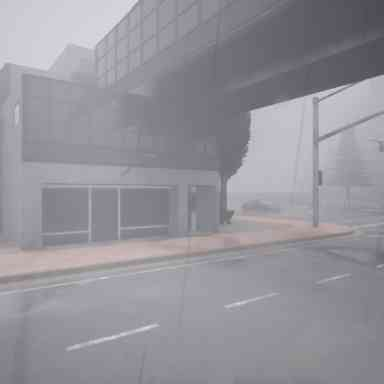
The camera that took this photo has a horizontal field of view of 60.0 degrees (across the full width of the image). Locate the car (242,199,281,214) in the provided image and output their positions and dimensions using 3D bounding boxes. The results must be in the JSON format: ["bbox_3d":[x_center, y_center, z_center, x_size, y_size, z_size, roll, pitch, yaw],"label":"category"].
[{"bbox_3d":[7.368,1.524,35.684,1.812,1.442,4.674,0,0,-36],"label":"car"}]

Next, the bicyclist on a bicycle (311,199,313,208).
[{"bbox_3d":[15.798,1.298,42.775,1.656,1.620,0.582,0,0,-36],"label":"bicyclist on a bicycle"}]
